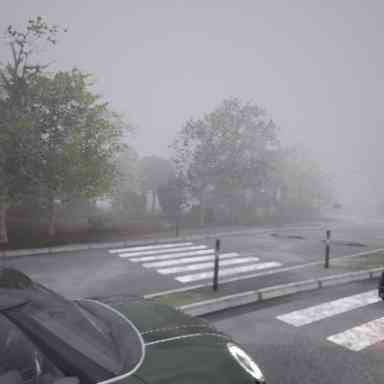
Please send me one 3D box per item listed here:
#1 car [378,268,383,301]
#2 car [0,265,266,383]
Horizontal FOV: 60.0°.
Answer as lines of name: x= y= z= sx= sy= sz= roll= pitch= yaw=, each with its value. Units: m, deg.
car: x=5.713 y=1.619 z=6.721 sx=4.181 sy=1.385 sz=1.994 roll=0 pitch=-1 yaw=-31
car: x=-1.557 y=1.351 z=2.257 sx=4.553 sy=1.767 sz=2.097 roll=0 pitch=0 yaw=-34
